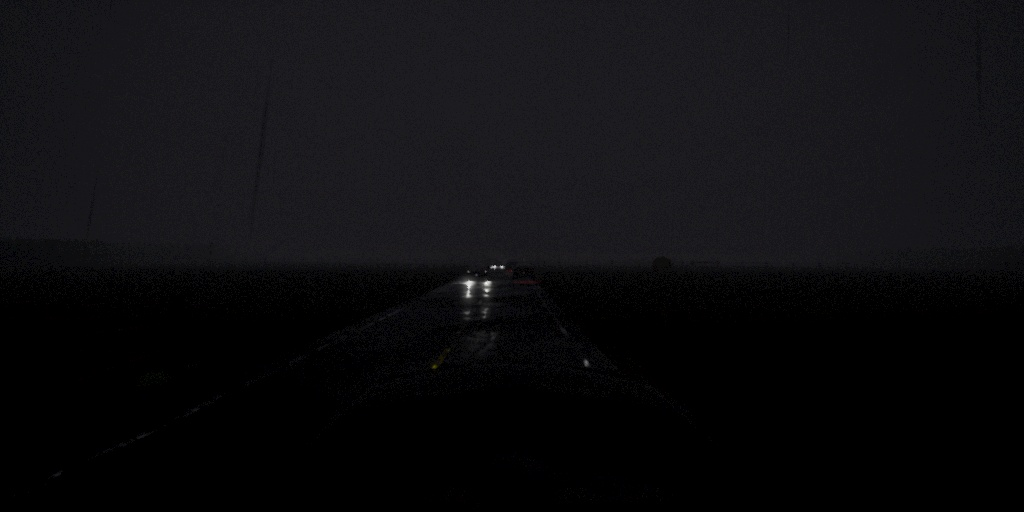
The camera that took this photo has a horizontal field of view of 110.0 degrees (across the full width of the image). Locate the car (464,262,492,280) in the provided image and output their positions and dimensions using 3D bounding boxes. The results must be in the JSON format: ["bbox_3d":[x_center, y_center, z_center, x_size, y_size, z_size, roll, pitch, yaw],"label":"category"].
[{"bbox_3d":[-2.837,1.267,31.221,1.812,1.442,4.674,0,0,0],"label":"car"}]

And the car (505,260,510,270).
[{"bbox_3d":[0.025,1.238,51.487,1.837,1.490,4.892,0,0,0],"label":"car"}]

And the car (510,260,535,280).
[{"bbox_3d":[0.970,1.220,31.511,1.882,1.535,5.008,0,0,0],"label":"car"}]
